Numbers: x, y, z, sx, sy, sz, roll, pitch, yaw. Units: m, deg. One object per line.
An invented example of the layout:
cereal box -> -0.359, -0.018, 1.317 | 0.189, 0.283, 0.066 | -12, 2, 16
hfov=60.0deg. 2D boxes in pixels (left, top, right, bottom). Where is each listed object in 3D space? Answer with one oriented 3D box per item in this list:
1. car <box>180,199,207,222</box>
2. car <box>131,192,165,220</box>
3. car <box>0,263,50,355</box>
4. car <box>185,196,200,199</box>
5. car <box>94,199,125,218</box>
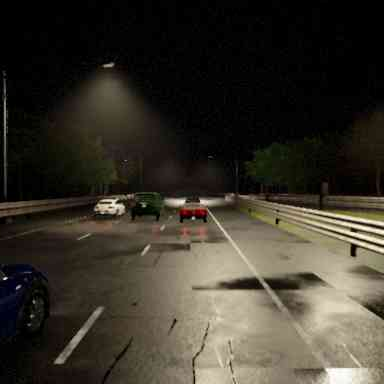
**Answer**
car -> 0.098, 1.442, 24.769 | 1.895, 1.301, 4.718 | 0, 1, 0
car -> -3.401, 1.048, 26.293 | 2.150, 2.045, 5.566 | 0, 1, 0
car -> -3.400, 1.347, 3.664 | 2.097, 1.767, 4.553 | 0, 0, 0
car -> 0.097, 1.189, 42.081 | 2.128, 1.511, 4.902 | 0, 0, 0
car -> -6.888, 1.337, 28.004 | 1.812, 1.442, 4.674 | 0, 1, 0
